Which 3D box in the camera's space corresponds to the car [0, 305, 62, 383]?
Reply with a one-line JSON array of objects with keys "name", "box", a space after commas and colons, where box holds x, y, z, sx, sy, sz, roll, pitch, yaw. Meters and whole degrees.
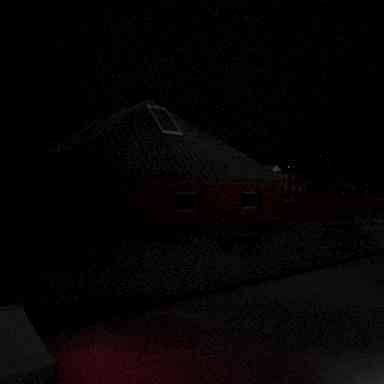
[{"name": "car", "box": [-3.494, 1.609, 2.114, 4.718, 1.301, 1.895, 0, 0, -36]}]
